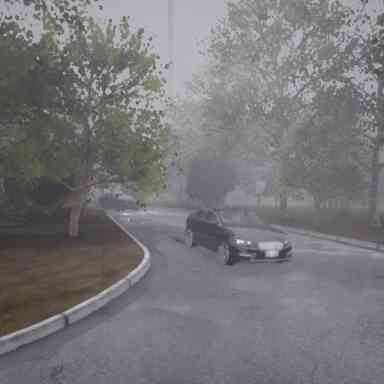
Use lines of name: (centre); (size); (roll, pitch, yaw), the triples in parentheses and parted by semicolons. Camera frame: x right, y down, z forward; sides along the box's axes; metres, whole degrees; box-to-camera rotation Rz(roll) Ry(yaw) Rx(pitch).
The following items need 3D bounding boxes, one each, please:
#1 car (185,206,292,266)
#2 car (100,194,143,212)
car: (1.209, 1.236, 10.629); (2.128, 1.511, 4.902); (1, 1, -19)
car: (-6.378, 0.877, 29.834); (1.882, 1.535, 5.008); (3, -1, -45)
